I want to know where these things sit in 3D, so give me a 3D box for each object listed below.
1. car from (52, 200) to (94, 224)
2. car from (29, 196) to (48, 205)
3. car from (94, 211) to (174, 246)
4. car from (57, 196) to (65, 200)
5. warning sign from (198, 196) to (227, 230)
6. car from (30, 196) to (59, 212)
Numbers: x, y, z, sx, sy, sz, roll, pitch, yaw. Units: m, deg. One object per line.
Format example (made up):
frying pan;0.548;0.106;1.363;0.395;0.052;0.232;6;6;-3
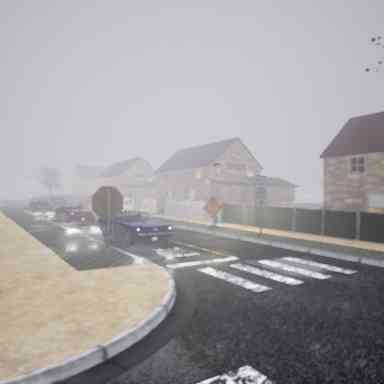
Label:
car;-8.427;1.486;23.985;1.895;1.301;4.718;1;0;-33
car;-25.536;1.329;55.226;2.033;1.411;5.357;1;-1;-33
car;-2.689;1.563;15.297;1.895;1.301;4.718;1;0;-34
car;-17.656;1.319;43.309;1.837;1.490;4.892;1;-2;-34
warning sign;1.170;1.165;19.177;1.300;1.860;1.060;0;-1;-33
car;-16.031;1.361;35.530;1.994;1.385;4.181;1;0;-33
